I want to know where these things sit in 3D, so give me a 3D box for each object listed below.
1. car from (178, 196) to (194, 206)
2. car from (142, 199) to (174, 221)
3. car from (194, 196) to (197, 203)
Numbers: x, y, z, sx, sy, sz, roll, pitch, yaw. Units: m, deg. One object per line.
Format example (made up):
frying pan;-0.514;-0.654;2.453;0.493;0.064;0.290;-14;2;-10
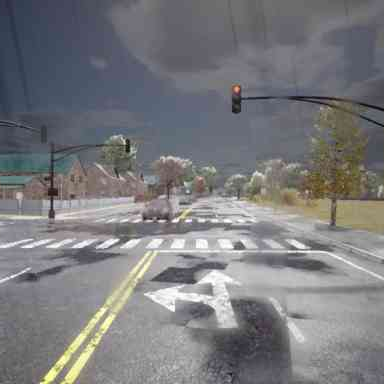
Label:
car;-1.152;1.666;56.715;1.994;1.385;4.181;0;0;4
car;-2.688;1.378;27.000;2.097;1.767;4.553;0;0;2
car;0.116;1.640;73.280;1.837;1.490;4.892;0;0;5
